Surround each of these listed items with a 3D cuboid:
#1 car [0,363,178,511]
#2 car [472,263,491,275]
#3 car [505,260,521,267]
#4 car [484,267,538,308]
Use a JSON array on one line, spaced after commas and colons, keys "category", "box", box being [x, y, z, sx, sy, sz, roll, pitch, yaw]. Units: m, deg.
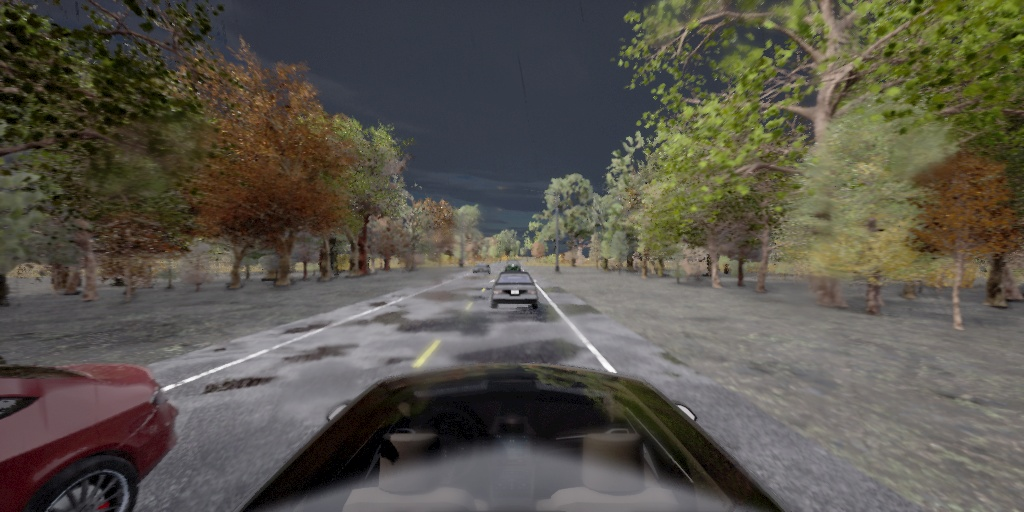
[{"category": "car", "box": [-3.600, 1.272, 0.984, 1.812, 1.442, 4.674, 0, 0, 0]}, {"category": "car", "box": [-3.570, 1.496, 43.151, 1.994, 1.385, 4.181, 0, 0, 0]}, {"category": "car", "box": [0.104, 1.305, 48.016, 2.097, 1.767, 4.553, 0, 0, 0]}, {"category": "car", "box": [0.103, 1.358, 15.467, 2.033, 1.411, 5.357, 0, 0, 0]}]
